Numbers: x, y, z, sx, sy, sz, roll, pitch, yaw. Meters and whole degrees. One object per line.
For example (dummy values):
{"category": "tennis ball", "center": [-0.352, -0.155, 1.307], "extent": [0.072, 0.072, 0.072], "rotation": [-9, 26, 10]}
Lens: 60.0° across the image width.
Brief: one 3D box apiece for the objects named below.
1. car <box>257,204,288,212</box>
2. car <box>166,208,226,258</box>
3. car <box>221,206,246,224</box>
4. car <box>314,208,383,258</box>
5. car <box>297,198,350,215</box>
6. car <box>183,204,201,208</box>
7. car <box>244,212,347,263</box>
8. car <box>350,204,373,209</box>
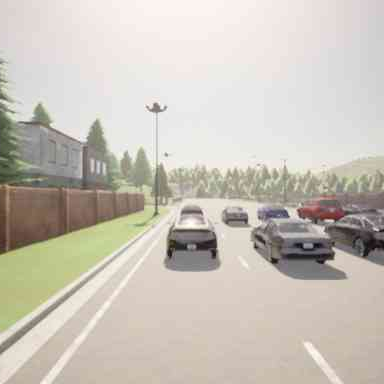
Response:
{"category": "car", "center": [7.006, 1.796, 29.239], "extent": [1.882, 1.535, 5.008], "rotation": [0, 0, 0]}
{"category": "car", "center": [0.012, 1.641, 13.498], "extent": [2.128, 1.511, 4.902], "rotation": [0, 0, 1]}
{"category": "car", "center": [3.487, 1.848, 27.512], "extent": [2.033, 1.411, 5.357], "rotation": [0, -1, 0]}
{"category": "car", "center": [7.012, 1.641, 13.508], "extent": [2.128, 1.511, 4.902], "rotation": [0, 0, 0]}
{"category": "car", "center": [10.487, 1.525, 27.544], "extent": [2.150, 2.045, 5.566], "rotation": [0, 0, 0]}
{"category": "car", "center": [0.006, 1.796, 29.234], "extent": [1.882, 1.535, 5.008], "rotation": [0, 0, 0]}
{"category": "car", "center": [3.500, 1.685, 12.513], "extent": [2.033, 1.411, 5.357], "rotation": [0, -1, 0]}
{"category": "car", "center": [13.999, 1.804, 28.514], "extent": [2.128, 1.511, 4.902], "rotation": [0, 0, 0]}
